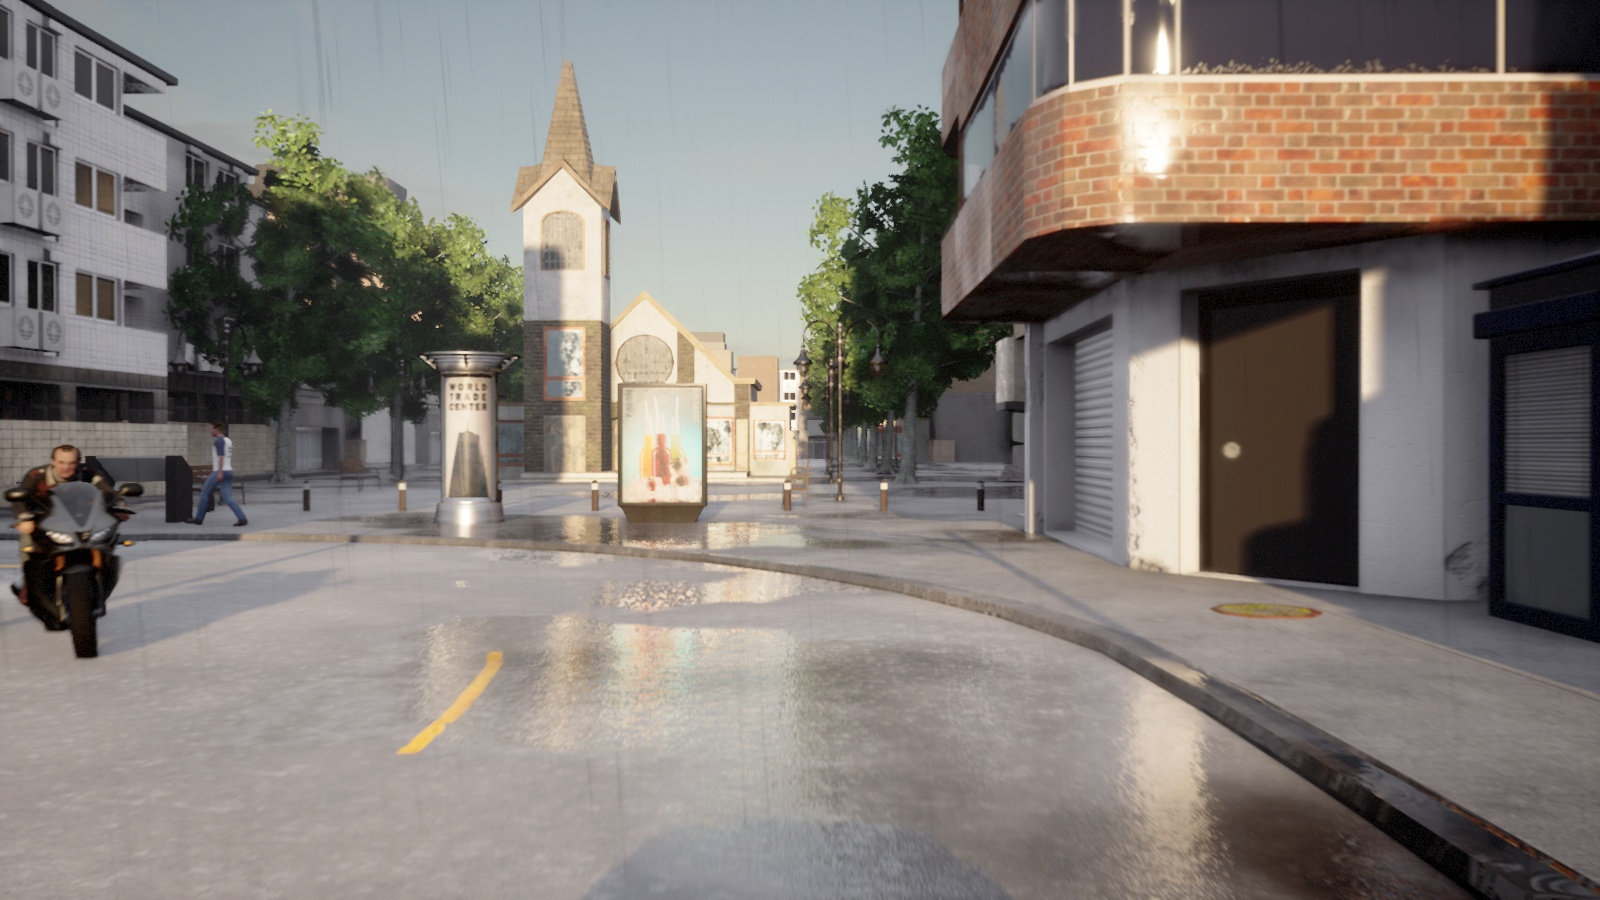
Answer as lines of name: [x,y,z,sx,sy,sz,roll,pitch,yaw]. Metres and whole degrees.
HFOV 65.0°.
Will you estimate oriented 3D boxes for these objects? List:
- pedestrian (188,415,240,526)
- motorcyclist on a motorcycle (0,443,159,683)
pedestrian: [-9.750,0.332,20.901,0.706,1.836,0.354,0,0,0]
motorcyclist on a motorcycle: [-5.432,0.727,9.267,0.866,1.530,2.191,-2,1,-36]
